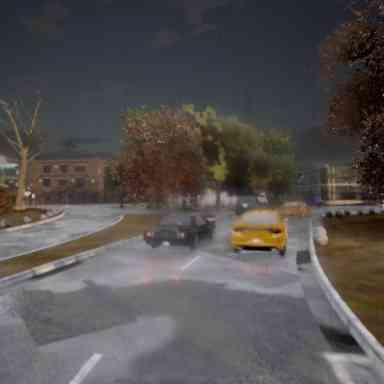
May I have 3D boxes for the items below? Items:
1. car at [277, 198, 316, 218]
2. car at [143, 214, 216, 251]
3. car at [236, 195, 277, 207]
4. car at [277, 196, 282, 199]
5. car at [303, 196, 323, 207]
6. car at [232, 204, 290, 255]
[{"bbox_3d":[9.842,1.605,31.239,1.882,1.535,5.008,-1,-1,34],"label":"car"},{"bbox_3d":[-0.295,1.621,14.443,1.895,1.301,4.718,0,0,17],"label":"car"},{"bbox_3d":[5.697,1.322,29.955,2.150,2.045,5.566,0,-1,28],"label":"car"},{"bbox_3d":[16.555,1.947,69.788,2.150,2.045,5.566,1,-1,-36],"label":"car"},{"bbox_3d":[23.226,1.878,66.150,2.150,2.045,5.566,1,-1,-30],"label":"car"},{"bbox_3d":[2.880,1.495,13.607,1.882,1.535,5.008,0,0,17],"label":"car"}]
